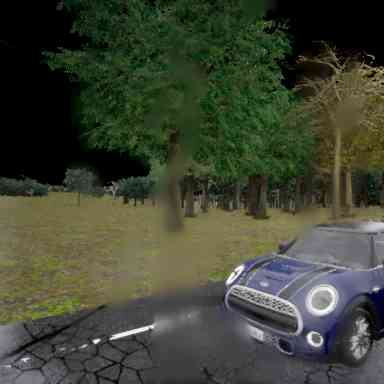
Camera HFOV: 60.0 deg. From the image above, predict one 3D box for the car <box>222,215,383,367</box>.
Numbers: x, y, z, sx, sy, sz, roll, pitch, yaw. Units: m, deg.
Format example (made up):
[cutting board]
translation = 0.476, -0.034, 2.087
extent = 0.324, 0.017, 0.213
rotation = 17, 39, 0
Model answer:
[car]
translation = 2.701, 1.353, 5.907
extent = 4.553, 1.767, 2.097
rotation = 0, 0, -35
